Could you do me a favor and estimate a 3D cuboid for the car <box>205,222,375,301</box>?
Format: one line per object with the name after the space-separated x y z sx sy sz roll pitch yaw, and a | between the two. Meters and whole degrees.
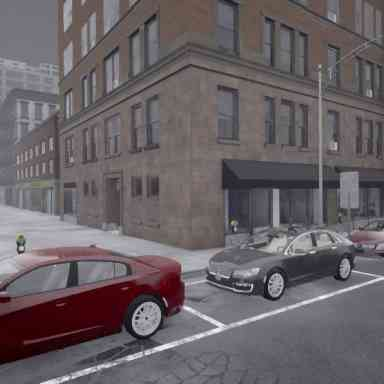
2.319 1.550 8.208 4.403 1.369 2.008 0 -1 -36 | car

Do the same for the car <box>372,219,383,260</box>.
6.859 1.581 11.458 4.206 1.307 1.802 0 -1 -36 | car

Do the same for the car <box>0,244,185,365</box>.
-2.221 1.544 4.958 4.507 1.381 1.887 0 -1 -36 | car
